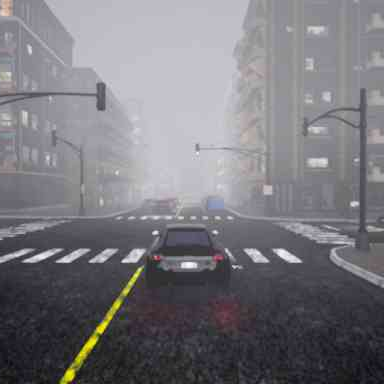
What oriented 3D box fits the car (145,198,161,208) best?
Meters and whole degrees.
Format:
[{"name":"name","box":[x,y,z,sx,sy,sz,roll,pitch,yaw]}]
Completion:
[{"name":"car","box":[-5.833,1.607,50.050,1.947,1.339,4.313,-1,0,0]}]

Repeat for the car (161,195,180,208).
[{"name":"car","box":[-3.087,1.509,45.109,1.882,1.535,5.008,0,0,0]}]

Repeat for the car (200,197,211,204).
[{"name":"car","box":[2.693,1.629,66.560,1.887,1.381,4.507,-1,0,0]}]

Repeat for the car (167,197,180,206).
[{"name":"car","box":[-3.069,1.579,55.379,1.812,1.442,4.674,0,0,0]}]

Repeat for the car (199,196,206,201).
[{"name":"car","box":[2.768,1.724,88.648,1.947,1.339,4.313,-1,0,0]}]

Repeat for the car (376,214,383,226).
[{"name":"car","box":[14.610,1.717,21.999,4.181,1.385,1.994,1,0,0]}]

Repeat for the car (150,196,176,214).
[{"name":"car","box":[-3.066,1.495,35.507,1.882,1.535,5.008,0,0,-1]}]

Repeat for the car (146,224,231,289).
[{"name":"car","box":[-0.170,1.562,9.231,1.994,1.385,4.181,0,0,-3]}]

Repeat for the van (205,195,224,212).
[{"name":"van","box":[2.817,1.362,38.981,1.690,1.788,3.998,-1,0,0]}]

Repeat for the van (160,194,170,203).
[{"name":"van","box":[-5.833,1.442,72.144,1.690,1.788,3.998,-1,0,0]}]

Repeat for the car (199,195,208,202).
[{"name":"car","box":[2.742,1.559,77.603,1.967,1.590,4.097,-1,0,0]}]

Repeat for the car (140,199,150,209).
[{"name":"car","box":[-5.834,1.612,44.529,1.802,1.307,4.206,-1,0,0]}]

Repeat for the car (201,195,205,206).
[{"name":"car","box":[2.729,1.345,44.478,2.192,1.841,5.009,-1,0,0]}]

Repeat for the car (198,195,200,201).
[{"name":"car","box":[2.691,1.508,61.039,1.967,1.590,4.097,-1,0,0]}]

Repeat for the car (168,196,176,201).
[{"name":"car","box":[-5.723,1.726,94.235,1.887,1.381,4.507,-1,0,0]}]
